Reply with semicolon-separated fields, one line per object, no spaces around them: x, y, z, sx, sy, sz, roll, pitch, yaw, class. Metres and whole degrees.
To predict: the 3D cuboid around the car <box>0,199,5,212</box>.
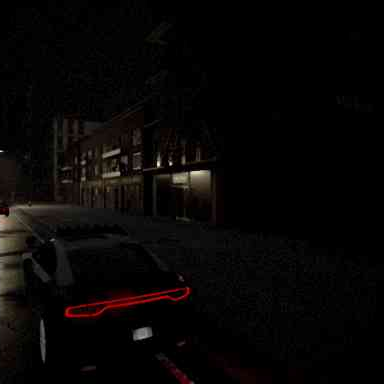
-22.980;1.583;38.905;1.895;1.301;4.718;0;0;-30;car

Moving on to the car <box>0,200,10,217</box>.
-17.800;1.588;30.371;1.895;1.301;4.718;0;0;-31;car

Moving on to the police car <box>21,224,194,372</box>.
-1.904;1.426;6.055;1.930;1.638;5.238;0;0;-31;police car
